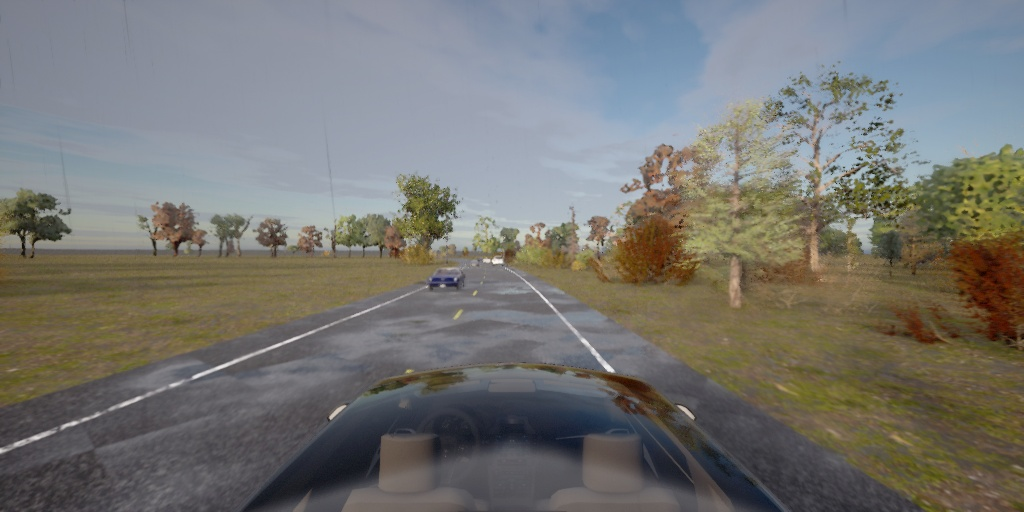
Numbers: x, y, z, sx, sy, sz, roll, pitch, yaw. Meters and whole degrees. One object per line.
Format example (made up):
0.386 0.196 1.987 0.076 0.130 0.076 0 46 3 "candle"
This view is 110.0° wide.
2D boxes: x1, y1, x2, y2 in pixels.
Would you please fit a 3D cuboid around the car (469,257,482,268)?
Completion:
-6.713 1.336 63.713 1.812 1.442 4.674 0 0 -5 "car"

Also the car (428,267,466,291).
-3.999 1.402 22.576 1.895 1.301 4.718 0 0 -2 "car"
